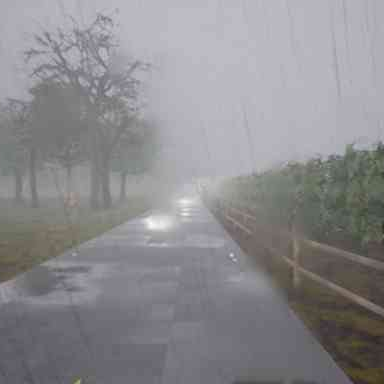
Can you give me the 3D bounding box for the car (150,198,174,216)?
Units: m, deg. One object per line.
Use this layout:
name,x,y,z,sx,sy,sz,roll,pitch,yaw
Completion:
car,-2.742,1.326,30.933,2.128,1.511,4.902,0,0,0
